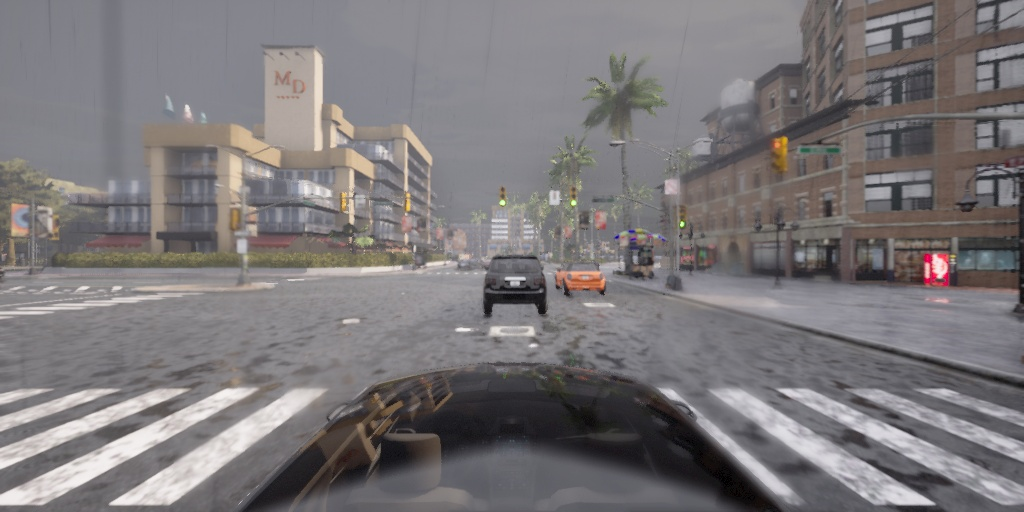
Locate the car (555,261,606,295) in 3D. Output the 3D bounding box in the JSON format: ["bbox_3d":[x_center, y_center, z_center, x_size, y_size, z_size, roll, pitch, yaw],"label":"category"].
[{"bbox_3d":[3.599,1.068,19.673,2.097,1.767,4.553,0,0,0],"label":"car"}]

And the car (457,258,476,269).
[{"bbox_3d":[-7.006,1.144,53.603,2.128,1.511,4.902,0,0,0],"label":"car"}]

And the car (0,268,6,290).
[{"bbox_3d":[-27.215,1.074,16.711,4.553,1.767,2.097,0,0,0],"label":"car"}]

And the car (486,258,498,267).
[{"bbox_3d":[-3.507,1.162,62.448,1.812,1.442,4.674,0,0,0],"label":"car"}]

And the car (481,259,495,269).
[{"bbox_3d":[-3.506,1.179,53.558,1.812,1.442,4.674,0,0,0],"label":"car"}]

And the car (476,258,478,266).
[{"bbox_3d":[-7.007,1.183,63.013,2.033,1.411,5.357,0,0,0],"label":"car"}]

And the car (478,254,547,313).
[{"bbox_3d":[0.097,0.949,13.989,2.150,2.045,5.566,0,0,0],"label":"car"}]

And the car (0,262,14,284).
[{"bbox_3d":[-38.402,1.198,24.801,4.902,1.511,2.128,0,0,0],"label":"car"}]
